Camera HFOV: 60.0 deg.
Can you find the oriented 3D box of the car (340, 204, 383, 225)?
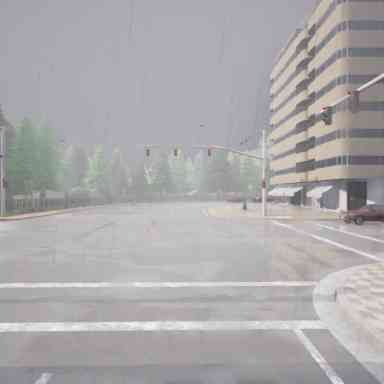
[{"bbox_3d":[13.191,1.581,24.039,4.674,1.442,1.812,0,0,-1],"label":"car"}]

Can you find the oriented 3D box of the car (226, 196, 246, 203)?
[{"bbox_3d":[9.049,1.491,67.684,4.902,1.511,2.128,0,0,-42],"label":"car"}]

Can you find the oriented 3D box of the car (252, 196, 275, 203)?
[{"bbox_3d":[14.269,1.525,67.786,4.674,1.442,1.812,0,0,-34],"label":"car"}]

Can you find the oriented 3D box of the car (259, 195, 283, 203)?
[{"bbox_3d":[17.586,1.525,73.664,4.902,1.511,2.128,0,0,-23],"label":"car"}]
